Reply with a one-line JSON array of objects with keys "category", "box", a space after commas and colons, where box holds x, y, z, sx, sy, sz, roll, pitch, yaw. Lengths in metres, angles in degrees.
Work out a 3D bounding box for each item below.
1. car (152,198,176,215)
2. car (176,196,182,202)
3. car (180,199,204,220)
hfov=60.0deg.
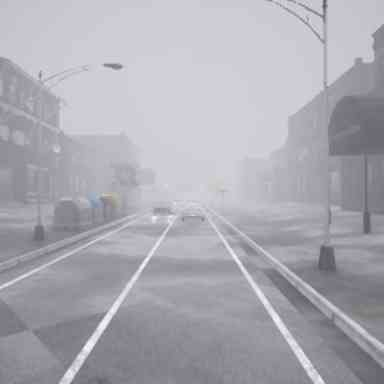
[{"category": "car", "box": [-3.090, 1.598, 35.657, 1.882, 1.535, 5.008, 0, -1, 0]}, {"category": "car", "box": [-3.014, 1.672, 76.642, 1.812, 1.442, 4.674, 0, 0, 0]}, {"category": "car", "box": [0.082, 1.609, 28.596, 1.812, 1.442, 4.674, 0, 0, 0]}]
